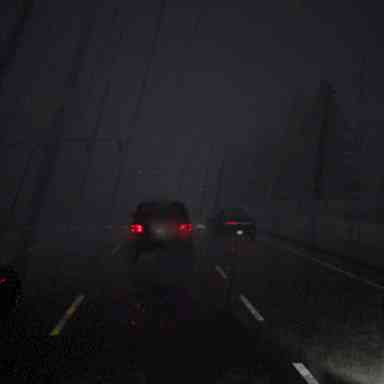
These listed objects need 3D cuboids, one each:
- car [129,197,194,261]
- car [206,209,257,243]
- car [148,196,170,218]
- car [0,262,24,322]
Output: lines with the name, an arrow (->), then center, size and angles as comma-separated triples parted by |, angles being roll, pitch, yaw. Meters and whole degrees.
car -> -1.214, 1.315, 12.929 | 2.150, 2.045, 5.566 | 0, 0, -6
car -> 1.883, 1.598, 16.969 | 2.128, 1.511, 4.902 | 0, -1, -5
car -> -3.462, 1.480, 34.506 | 2.150, 2.045, 5.566 | 0, 0, -6
car -> -4.038, 1.609, 4.531 | 1.994, 1.385, 4.181 | 0, 0, -5
